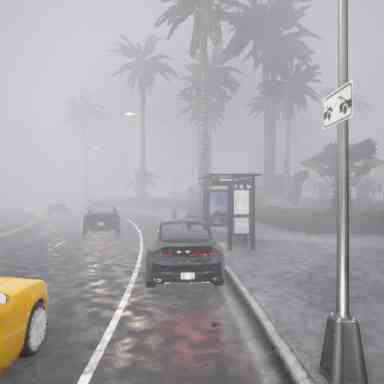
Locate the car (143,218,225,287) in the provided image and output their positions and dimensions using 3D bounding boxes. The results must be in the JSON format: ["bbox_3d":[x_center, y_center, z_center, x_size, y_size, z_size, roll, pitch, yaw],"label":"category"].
[{"bbox_3d":[-0.298,1.504,9.355,1.837,1.490,4.892,0,0,-5],"label":"car"}]

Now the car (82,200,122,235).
[{"bbox_3d":[-5.103,1.474,19.151,1.882,1.535,5.008,0,0,-12],"label":"car"}]

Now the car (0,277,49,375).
[{"bbox_3d":[-3.011,1.476,2.956,1.882,1.535,5.008,0,0,-1],"label":"car"}]

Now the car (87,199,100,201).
[{"bbox_3d":[-10.173,1.498,34.499,1.837,1.490,4.892,0,0,-24],"label":"car"}]

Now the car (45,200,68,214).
[{"bbox_3d":[-14.046,1.516,34.569,1.812,1.442,4.674,0,0,-26],"label":"car"}]
